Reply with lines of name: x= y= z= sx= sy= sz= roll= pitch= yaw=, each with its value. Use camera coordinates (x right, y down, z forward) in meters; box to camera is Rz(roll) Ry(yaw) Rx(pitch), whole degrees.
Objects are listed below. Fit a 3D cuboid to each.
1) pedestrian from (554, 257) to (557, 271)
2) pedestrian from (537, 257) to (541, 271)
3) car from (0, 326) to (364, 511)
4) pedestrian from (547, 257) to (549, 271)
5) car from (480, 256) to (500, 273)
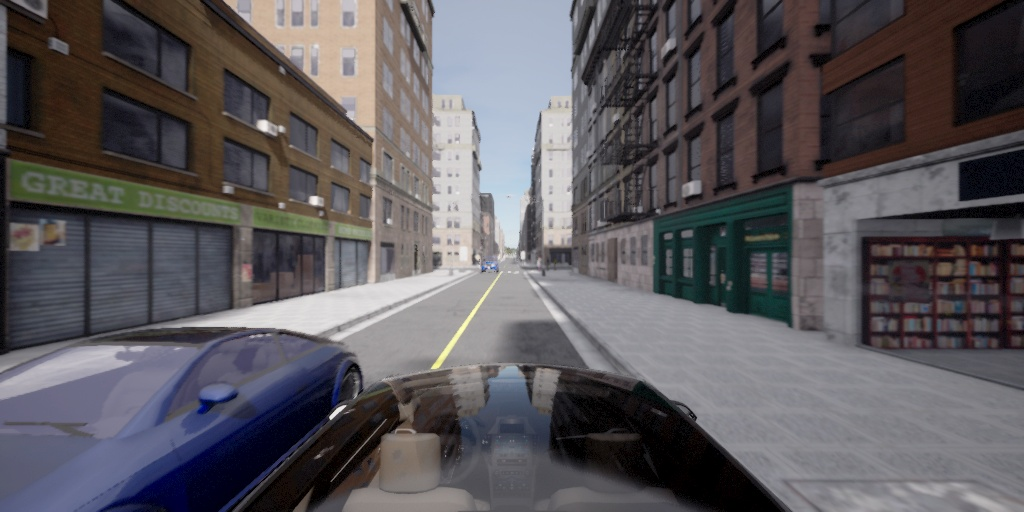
pedestrian: x=5.510 y=0.979 z=45.912 sx=0.375 sy=1.860 sz=0.375 roll=0 pitch=0 yaw=0
pedestrian: x=3.510 y=0.980 z=46.513 sx=0.375 sy=1.860 sz=0.375 roll=0 pitch=0 yaw=0
car: x=-2.852 y=1.316 z=2.818 sx=1.994 sy=1.385 sz=4.181 roll=0 pitch=0 yaw=0
pedestrian: x=4.510 y=0.977 z=45.313 sx=0.375 sy=1.860 sz=0.375 roll=0 pitch=0 yaw=0
car: x=-2.749 y=1.054 z=45.542 sx=2.150 sy=2.045 sz=5.566 roll=0 pitch=0 yaw=0
